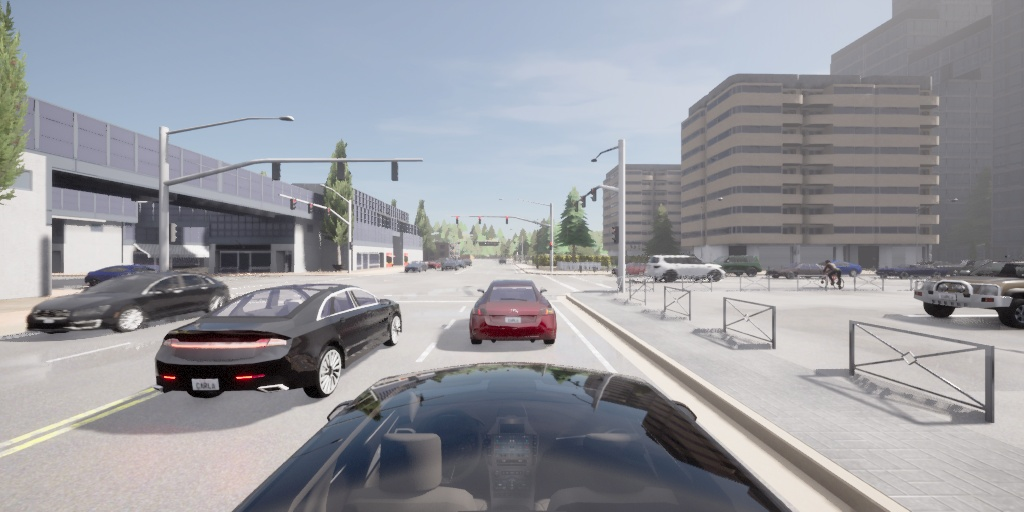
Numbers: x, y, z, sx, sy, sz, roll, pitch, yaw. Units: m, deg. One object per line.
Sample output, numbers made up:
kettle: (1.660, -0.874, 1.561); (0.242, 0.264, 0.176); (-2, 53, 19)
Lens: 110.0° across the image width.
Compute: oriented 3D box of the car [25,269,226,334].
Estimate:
car: (-10.831, 1.255, 10.712); (1.837, 1.490, 4.892); (1, 0, -3)

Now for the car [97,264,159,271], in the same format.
car: (-23.328, 1.276, 22.079); (4.674, 1.442, 1.812); (0, 0, -1)

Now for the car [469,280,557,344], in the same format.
car: (0.012, 1.314, 9.544); (1.994, 1.385, 4.181); (0, 0, 0)

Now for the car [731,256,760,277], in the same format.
car: (21.093, 0.972, 34.774); (5.566, 2.045, 2.150); (0, 0, -2)

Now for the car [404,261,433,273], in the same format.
car: (-11.761, 1.297, 44.403); (2.033, 1.411, 5.357); (0, 0, -1)

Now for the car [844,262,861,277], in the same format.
car: (31.118, 1.228, 35.064); (5.008, 1.535, 1.882); (0, 0, -2)

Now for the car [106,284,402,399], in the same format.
car: (-3.473, 1.242, 6.486); (2.128, 1.511, 4.902); (0, 0, 0)

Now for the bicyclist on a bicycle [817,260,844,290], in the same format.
bicyclist on a bicycle: (17.929, 1.052, 20.189); (0.582, 1.620, 1.656); (0, 0, -2)

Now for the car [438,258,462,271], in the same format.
car: (-8.358, 1.314, 48.858); (1.994, 1.385, 4.181); (0, 0, -2)

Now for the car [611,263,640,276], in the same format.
car: (11.749, 1.314, 34.495); (4.181, 1.385, 1.994); (0, 0, -2)

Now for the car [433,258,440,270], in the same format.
car: (-11.996, 1.351, 53.988); (1.895, 1.301, 4.718); (0, 0, -1)

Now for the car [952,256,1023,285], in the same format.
car: (38.157, 1.102, 28.080); (4.553, 1.767, 2.097); (0, 0, -2)

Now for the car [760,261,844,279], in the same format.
car: (25.309, 1.297, 31.395); (5.357, 1.411, 2.033); (0, 0, -2)

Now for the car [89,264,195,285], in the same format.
car: (-26.174, 1.297, 25.513); (5.357, 1.411, 2.033); (0, 0, -1)

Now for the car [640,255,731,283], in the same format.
car: (13.094, 0.971, 27.325); (5.566, 2.045, 2.150); (0, 0, -2)

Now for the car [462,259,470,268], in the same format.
car: (-8.621, 1.297, 59.155); (2.033, 1.411, 5.357); (0, 0, -1)

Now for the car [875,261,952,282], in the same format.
car: (35.172, 1.351, 31.675); (4.718, 1.301, 1.895); (0, 0, -2)

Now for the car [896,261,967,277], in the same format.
car: (41.234, 1.255, 35.326); (4.892, 1.490, 1.837); (0, 0, -1)
